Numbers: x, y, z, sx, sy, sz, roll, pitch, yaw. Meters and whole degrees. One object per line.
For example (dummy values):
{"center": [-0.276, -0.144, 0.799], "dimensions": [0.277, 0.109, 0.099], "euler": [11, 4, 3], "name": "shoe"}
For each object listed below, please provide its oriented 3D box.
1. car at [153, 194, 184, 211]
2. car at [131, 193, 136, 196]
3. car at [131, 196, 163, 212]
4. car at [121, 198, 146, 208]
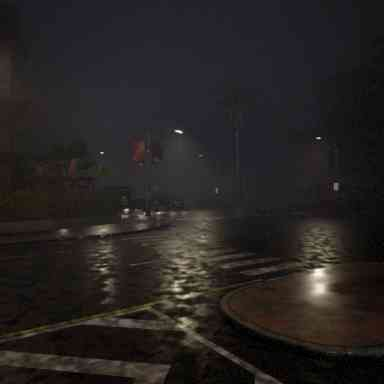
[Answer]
{"center": [-3.198, 1.221, 41.839], "dimensions": [2.150, 2.045, 5.566], "euler": [0, 0, -35], "name": "car"}
{"center": [-13.408, 1.220, 68.461], "dimensions": [2.150, 2.045, 5.566], "euler": [0, 0, -39], "name": "car"}
{"center": [-5.643, 1.526, 39.199], "dimensions": [1.812, 1.442, 4.674], "euler": [0, 0, -35], "name": "car"}
{"center": [-8.789, 1.601, 49.848], "dimensions": [1.895, 1.301, 4.718], "euler": [0, 0, -34], "name": "car"}
